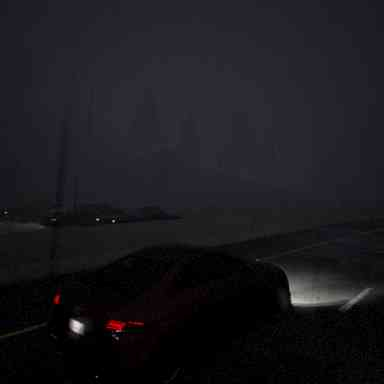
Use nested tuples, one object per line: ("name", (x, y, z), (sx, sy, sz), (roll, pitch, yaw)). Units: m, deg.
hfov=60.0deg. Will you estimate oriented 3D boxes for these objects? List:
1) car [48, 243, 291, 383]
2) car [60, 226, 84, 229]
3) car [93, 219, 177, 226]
("car", (-0.039, 1.545, 5.395), (1.994, 1.385, 4.181), (1, 0, 41))
("car", (-6.296, 1.359, 19.718), (1.882, 1.535, 5.008), (1, 0, 43))
("car", (-2.891, 1.519, 18.268), (1.895, 1.301, 4.718), (1, 0, 43))
